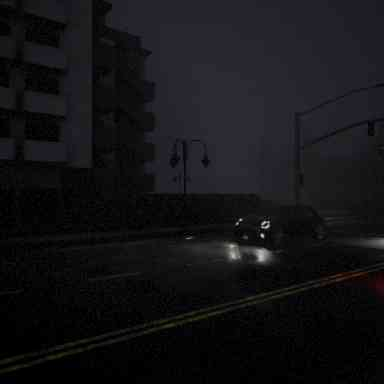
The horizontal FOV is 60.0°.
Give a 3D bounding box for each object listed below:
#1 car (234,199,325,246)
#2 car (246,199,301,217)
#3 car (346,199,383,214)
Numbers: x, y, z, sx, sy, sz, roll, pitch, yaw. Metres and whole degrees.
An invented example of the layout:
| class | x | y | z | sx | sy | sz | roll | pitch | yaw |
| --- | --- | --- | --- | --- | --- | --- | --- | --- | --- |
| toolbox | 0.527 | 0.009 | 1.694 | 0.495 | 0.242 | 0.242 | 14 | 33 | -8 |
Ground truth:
| class | x | y | z | sx | sy | sz | roll | pitch | yaw |
| --- | --- | --- | --- | --- | --- | --- | --- | --- | --- |
| car | 4.117 | 1.352 | 15.492 | 4.553 | 1.767 | 2.097 | 0 | 0 | -35 |
| car | 7.769 | 1.477 | 32.176 | 1.882 | 1.535 | 5.008 | 0 | 0 | -38 |
| car | 18.924 | 1.477 | 34.959 | 1.882 | 1.535 | 5.008 | -2 | 1 | -45 |
